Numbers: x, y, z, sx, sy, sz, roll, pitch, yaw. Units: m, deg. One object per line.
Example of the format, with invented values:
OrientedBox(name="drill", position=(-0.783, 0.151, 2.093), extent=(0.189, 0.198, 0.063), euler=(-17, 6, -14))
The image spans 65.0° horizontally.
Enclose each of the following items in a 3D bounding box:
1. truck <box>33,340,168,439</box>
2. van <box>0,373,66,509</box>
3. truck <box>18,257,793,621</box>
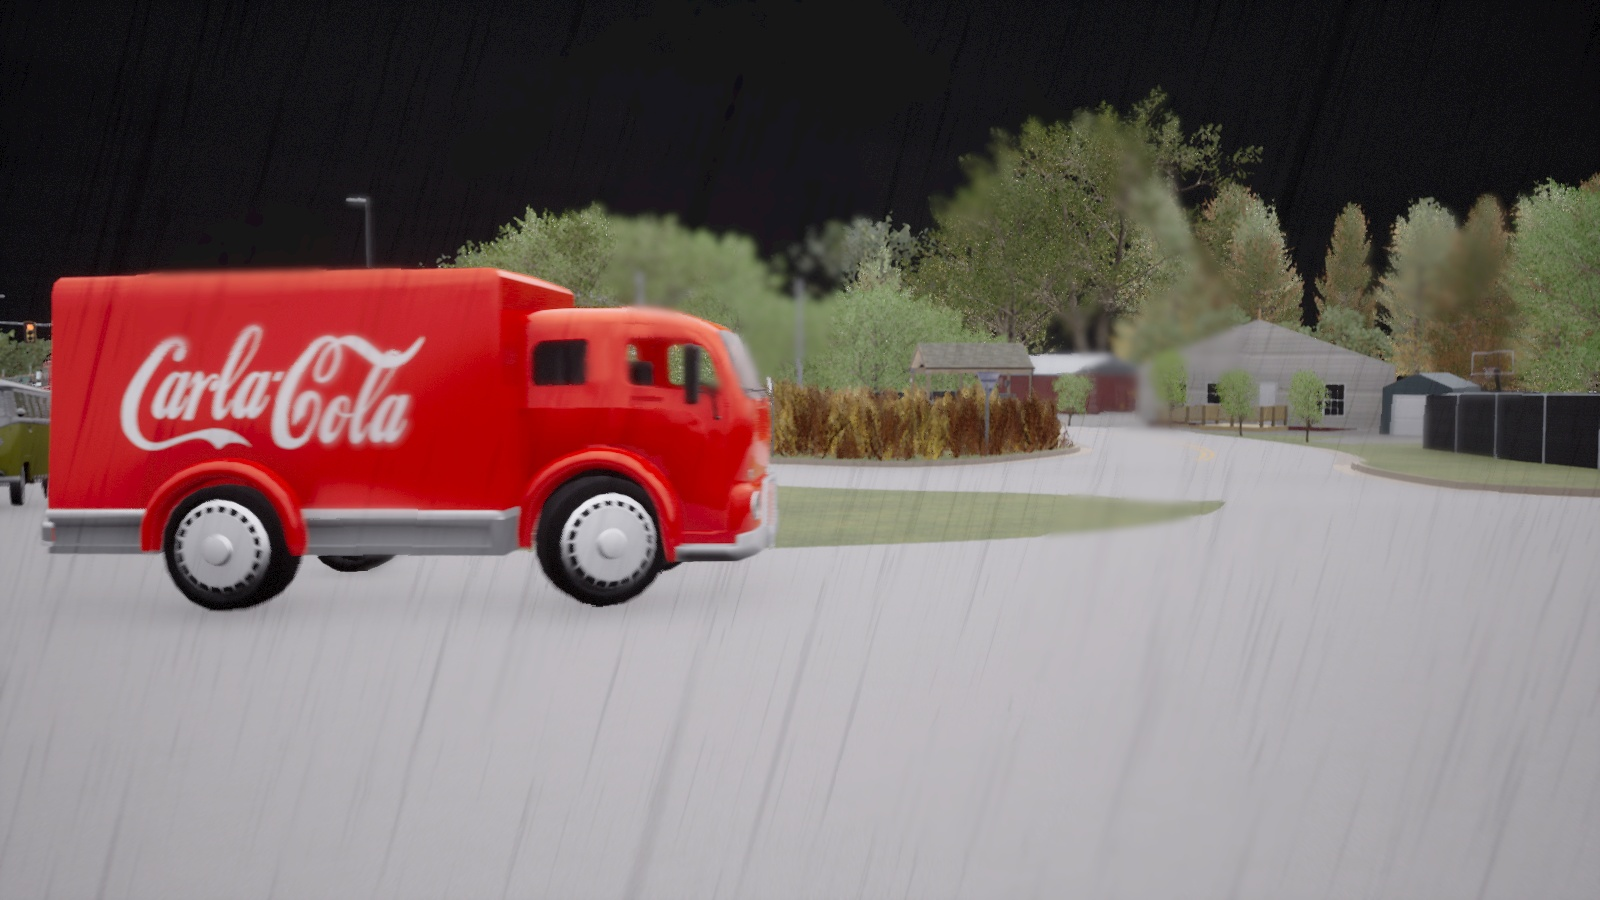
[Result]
OrientedBox(name="truck", position=(-29.505, -2.472, 52.786), extent=(2.891, 3.827, 8.468), euler=(-3, 3, -43))
OrientedBox(name="van", position=(-13.153, -0.128, 20.047), extent=(1.775, 1.987, 4.442), euler=(0, 0, -21))
OrientedBox(name="truck", position=(-2.745, -0.132, 9.941), extent=(5.204, 2.467, 2.627), euler=(0, 3, 3))
